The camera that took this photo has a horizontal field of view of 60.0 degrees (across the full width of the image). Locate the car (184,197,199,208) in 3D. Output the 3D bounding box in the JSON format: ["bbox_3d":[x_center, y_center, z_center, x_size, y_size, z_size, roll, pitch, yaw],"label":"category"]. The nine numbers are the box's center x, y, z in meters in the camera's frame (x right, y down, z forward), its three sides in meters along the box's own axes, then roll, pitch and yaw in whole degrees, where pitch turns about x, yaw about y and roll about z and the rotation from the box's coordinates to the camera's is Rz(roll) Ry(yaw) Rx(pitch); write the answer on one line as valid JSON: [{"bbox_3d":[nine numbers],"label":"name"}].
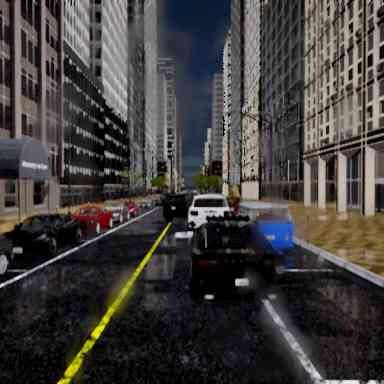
[{"bbox_3d":[-0.027,1.429,45.684,1.994,1.385,4.181,0,0,1],"label":"car"}]

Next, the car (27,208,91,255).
[{"bbox_3d":[-5.710,1.527,13.051,1.947,1.339,4.313,-1,0,0],"label":"car"}]

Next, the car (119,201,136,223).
[{"bbox_3d":[-5.721,1.479,24.418,2.008,1.369,4.403,-1,0,0],"label":"car"}]

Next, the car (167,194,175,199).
[{"bbox_3d":[-5.777,1.289,92.622,1.947,1.339,4.313,-1,0,0],"label":"car"}]

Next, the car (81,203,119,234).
[{"bbox_3d":[-5.715,1.489,18.734,1.887,1.381,4.507,-1,0,0],"label":"car"}]

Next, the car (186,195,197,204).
[{"bbox_3d":[-0.052,1.350,59.412,1.812,1.442,4.674,0,0,0],"label":"car"}]

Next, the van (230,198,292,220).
[{"bbox_3d":[2.668,1.302,13.057,1.690,1.788,3.998,-1,0,0],"label":"van"}]

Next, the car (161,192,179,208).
[{"bbox_3d":[-3.076,1.083,47.339,2.150,2.045,5.566,0,0,0],"label":"car"}]

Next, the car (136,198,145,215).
[{"bbox_3d":[-5.725,1.493,30.102,1.802,1.307,4.206,-1,0,0],"label":"car"}]

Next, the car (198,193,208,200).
[{"bbox_3d":[2.610,1.073,81.261,2.192,1.841,5.009,-1,0,0],"label":"car"}]

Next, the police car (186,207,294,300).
[{"bbox_3d":[0.891,1.400,8.512,1.930,1.638,5.238,0,0,0],"label":"police car"}]

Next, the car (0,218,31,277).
[{"bbox_3d":[-5.706,1.529,7.367,2.008,1.369,4.403,-1,0,0],"label":"car"}]

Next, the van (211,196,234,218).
[{"bbox_3d":[2.654,1.252,30.108,1.690,1.788,3.998,-1,0,0],"label":"van"}]

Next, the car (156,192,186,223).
[{"bbox_3d":[-0.165,1.147,24.785,2.150,2.045,5.566,-1,0,24],"label":"car"}]

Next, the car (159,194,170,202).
[{"bbox_3d":[-5.759,1.233,69.886,1.967,1.590,4.097,-1,0,0],"label":"car"}]

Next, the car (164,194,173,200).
[{"bbox_3d":[-5.767,1.284,81.084,1.752,1.417,4.829,-1,0,0],"label":"car"}]

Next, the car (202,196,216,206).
[{"bbox_3d":[2.637,1.395,52.843,2.008,1.369,4.403,-1,0,0],"label":"car"}]

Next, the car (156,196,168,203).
[{"bbox_3d":[-5.753,1.392,64.203,1.802,1.307,4.206,-1,0,0],"label":"car"}]

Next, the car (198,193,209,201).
[{"bbox_3d":[2.615,1.091,75.577,2.192,1.841,5.009,-1,0,0],"label":"car"}]

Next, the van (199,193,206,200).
[{"bbox_3d":[2.606,1.082,86.944,1.690,1.788,3.998,-1,0,0],"label":"van"}]

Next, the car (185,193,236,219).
[{"bbox_3d":[0.883,1.170,18.432,2.150,2.045,5.566,0,0,0],"label":"car"}]

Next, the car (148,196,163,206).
[{"bbox_3d":[-5.744,1.395,52.836,2.008,1.369,4.403,-1,0,0],"label":"car"}]

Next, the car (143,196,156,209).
[{"bbox_3d":[-5.735,1.429,41.469,2.008,1.369,4.403,-1,0,0],"label":"car"}]
